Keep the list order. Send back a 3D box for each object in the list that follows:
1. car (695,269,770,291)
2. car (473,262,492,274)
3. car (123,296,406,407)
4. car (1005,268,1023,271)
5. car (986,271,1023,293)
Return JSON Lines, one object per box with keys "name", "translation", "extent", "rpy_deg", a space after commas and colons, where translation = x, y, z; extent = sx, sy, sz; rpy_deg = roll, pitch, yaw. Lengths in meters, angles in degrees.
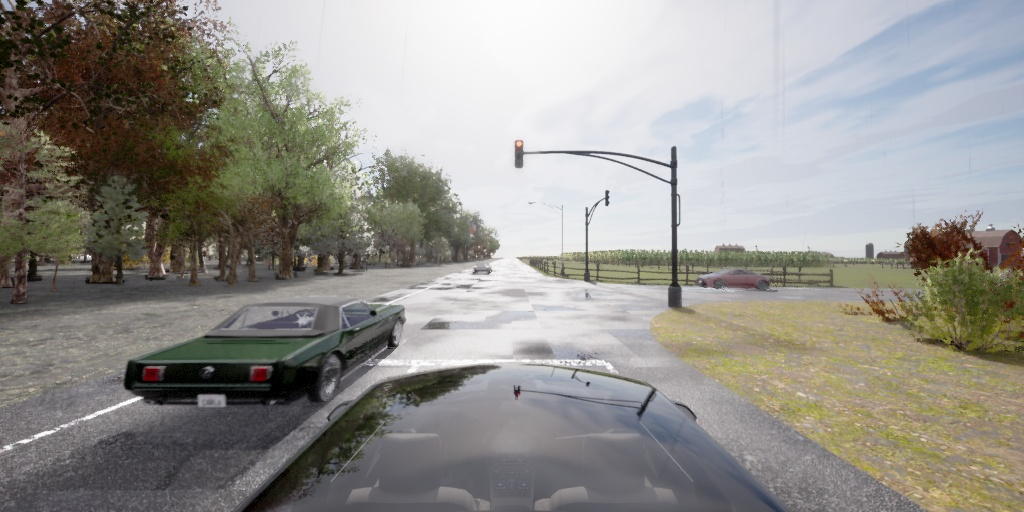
{"name": "car", "translation": [14.454, 1.528, 23.631], "extent": [4.181, 1.385, 1.994], "rpy_deg": [1, -1, 3]}
{"name": "car", "translation": [-3.357, 1.355, 41.916], "extent": [1.895, 1.301, 4.718], "rpy_deg": [0, 0, 0]}
{"name": "car", "translation": [-3.392, 1.352, 6.281], "extent": [1.895, 1.301, 4.718], "rpy_deg": [0, 0, 0]}
{"name": "car", "translation": [33.299, 1.520, 23.372], "extent": [4.553, 1.767, 2.097], "rpy_deg": [1, -1, 0]}
{"name": "car", "translation": [27.843, 1.646, 19.708], "extent": [4.718, 1.301, 1.895], "rpy_deg": [1, -1, 0]}
